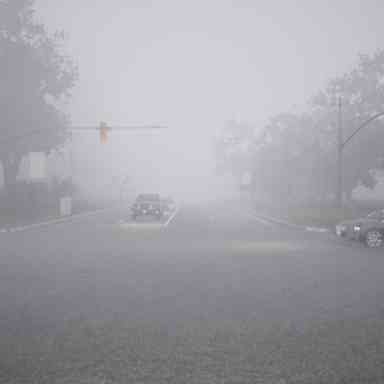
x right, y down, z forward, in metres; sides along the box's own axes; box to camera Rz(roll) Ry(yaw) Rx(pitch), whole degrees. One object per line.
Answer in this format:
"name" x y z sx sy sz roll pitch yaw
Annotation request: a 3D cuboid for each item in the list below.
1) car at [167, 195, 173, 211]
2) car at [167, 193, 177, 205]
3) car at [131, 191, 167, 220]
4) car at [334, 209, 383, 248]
"car" -3.616 1.408 38.427 2.033 1.411 5.357 0 0 0
"car" -3.802 1.323 52.397 1.994 1.385 4.181 0 0 -1
"car" -3.613 1.130 27.877 2.150 2.045 5.566 0 0 0
"car" 8.609 1.448 14.092 4.902 1.511 2.128 0 0 -3
